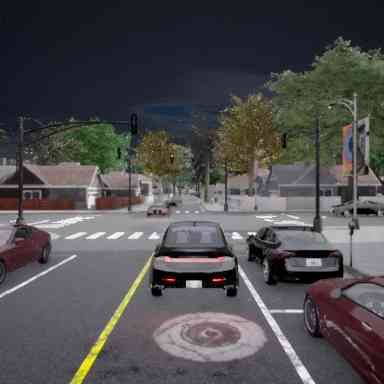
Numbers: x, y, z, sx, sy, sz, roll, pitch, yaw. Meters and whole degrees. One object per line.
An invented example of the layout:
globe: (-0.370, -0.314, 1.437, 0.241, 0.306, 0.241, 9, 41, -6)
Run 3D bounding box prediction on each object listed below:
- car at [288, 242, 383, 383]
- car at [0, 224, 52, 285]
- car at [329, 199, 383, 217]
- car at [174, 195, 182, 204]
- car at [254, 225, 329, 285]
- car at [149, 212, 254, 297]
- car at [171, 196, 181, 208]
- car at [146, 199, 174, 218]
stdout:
car: (2.642, 1.582, 3.782, 1.802, 1.307, 4.206, 0, 0, 0)
car: (-5.376, 1.582, 9.309, 1.802, 1.307, 4.206, 0, 0, 0)
car: (14.568, 1.397, 29.012, 4.902, 1.511, 2.128, 0, 0, -1)
car: (-3.016, 1.398, 65.729, 2.097, 1.767, 4.553, 0, 0, 0)
car: (2.649, 1.566, 9.300, 1.947, 1.339, 4.313, 0, 0, 0)
car: (0.063, 1.492, 8.578, 2.128, 1.511, 4.902, 0, 0, 1)
car: (-3.057, 1.626, 48.521, 1.895, 1.301, 4.718, 0, 0, 0)
car: (-2.961, 1.570, 30.183, 1.994, 1.385, 4.181, 0, 0, -1)
